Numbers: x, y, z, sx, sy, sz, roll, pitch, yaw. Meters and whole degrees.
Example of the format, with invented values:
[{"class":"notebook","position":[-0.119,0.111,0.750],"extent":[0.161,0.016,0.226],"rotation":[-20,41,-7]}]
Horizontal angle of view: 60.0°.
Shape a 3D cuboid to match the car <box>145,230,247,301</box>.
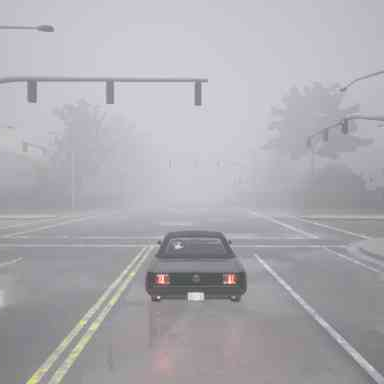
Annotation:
[{"class":"car","position":[0.066,1.601,8.242],"extent":[1.895,1.301,4.718],"rotation":[0,0,0]}]
